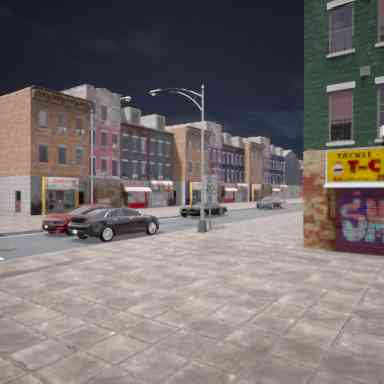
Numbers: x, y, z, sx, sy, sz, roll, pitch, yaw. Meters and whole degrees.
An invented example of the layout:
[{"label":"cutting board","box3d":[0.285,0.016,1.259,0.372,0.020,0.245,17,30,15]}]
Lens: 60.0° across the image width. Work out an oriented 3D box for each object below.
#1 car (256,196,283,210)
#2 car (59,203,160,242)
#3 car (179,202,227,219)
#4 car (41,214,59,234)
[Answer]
[{"label":"car","box3d":[9.118,1.297,38.804,1.837,1.490,4.892,0,1,36]},{"label":"car","box3d":[-3.602,1.443,16.217,1.837,1.490,4.892,0,0,36]},{"label":"car","box3d":[0.992,1.465,27.521,1.895,1.301,4.718,0,0,36]},{"label":"car","box3d":[-5.672,1.403,18.210,1.882,1.535,5.008,0,0,34]}]
